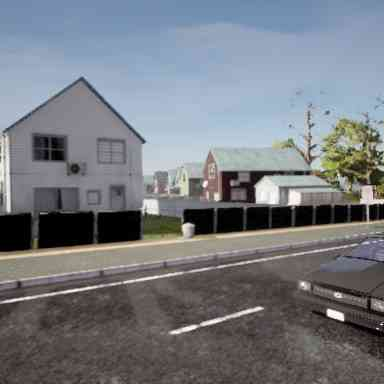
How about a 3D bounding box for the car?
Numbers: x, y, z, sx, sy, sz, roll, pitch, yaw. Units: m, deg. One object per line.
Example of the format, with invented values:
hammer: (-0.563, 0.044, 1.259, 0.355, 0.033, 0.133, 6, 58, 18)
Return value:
car: (4.463, 1.591, 6.863, 5.357, 1.411, 2.033, 0, 0, -35)
